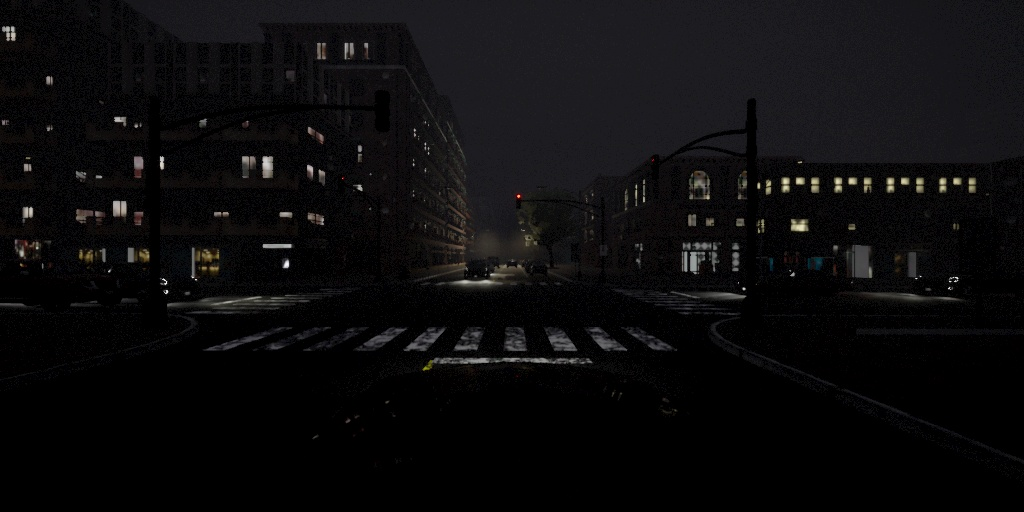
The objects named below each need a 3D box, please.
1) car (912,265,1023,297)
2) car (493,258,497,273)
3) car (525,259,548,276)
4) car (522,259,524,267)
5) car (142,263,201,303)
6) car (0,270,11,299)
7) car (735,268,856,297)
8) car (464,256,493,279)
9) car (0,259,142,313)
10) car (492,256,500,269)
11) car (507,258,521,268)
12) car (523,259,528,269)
[{"bbox_3d":[24.526,1.221,19.202,4.553,1.767,2.097,0,0,0],"label":"car"},{"bbox_3d":[-3.091,1.320,42.842,1.812,1.442,4.674,0,0,0],"label":"car"},{"bbox_3d":[2.696,1.335,36.839,2.007,1.370,4.403,0,0,0],"label":"car"},{"bbox_3d":[2.698,1.244,48.232,1.967,1.591,4.097,0,0,0],"label":"car"},{"bbox_3d":[-16.524,1.055,15.739,4.553,1.767,2.097,0,0,-1],"label":"car"},{"bbox_3d":[-25.580,1.276,15.654,4.718,1.301,1.895,0,0,0],"label":"car"},{"bbox_3d":[15.027,1.374,19.137,5.357,1.411,2.033,0,0,0],"label":"car"},{"bbox_3d":[-3.067,1.128,32.299,2.097,1.767,4.553,0,0,-1],"label":"car"},{"bbox_3d":[-17.274,1.015,13.123,5.009,1.841,2.192,0,0,0],"label":"car"},{"bbox_3d":[-3.075,1.047,57.808,2.150,2.045,5.566,0,0,0],"label":"car"},{"bbox_3d":[0.010,1.327,63.196,2.128,1.511,4.902,0,0,0],"label":"car"},{"bbox_3d":[2.697,1.234,42.536,1.967,1.591,4.097,0,0,0],"label":"car"}]
